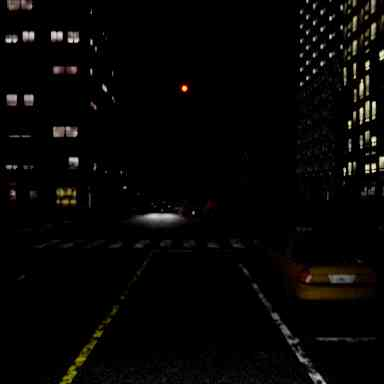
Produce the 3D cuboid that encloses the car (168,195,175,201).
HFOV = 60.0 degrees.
[{"bbox_3d":[-5.551,1.628,90.114,1.752,1.417,4.829,0,0,0],"label":"car"}]

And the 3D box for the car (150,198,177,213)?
[{"bbox_3d":[-3.067,1.616,36.723,1.895,1.301,4.718,0,0,1],"label":"car"}]

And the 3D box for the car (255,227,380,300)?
[{"bbox_3d":[2.699,1.526,8.288,1.752,1.417,4.829,0,0,0],"label":"car"}]

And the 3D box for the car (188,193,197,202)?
[{"bbox_3d":[0.127,1.220,79.759,2.150,2.045,5.566,0,0,0],"label":"car"}]

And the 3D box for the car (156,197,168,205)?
[{"bbox_3d":[-5.595,1.594,62.649,1.887,1.381,4.507,0,0,0],"label":"car"}]

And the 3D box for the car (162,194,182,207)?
[{"bbox_3d":[-3.020,1.254,51.910,2.150,2.045,5.566,0,0,-1],"label":"car"}]

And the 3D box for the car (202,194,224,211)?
[{"bbox_3d":[2.749,1.334,40.531,2.192,1.841,5.009,0,0,0],"label":"car"}]

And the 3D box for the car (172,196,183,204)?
[{"bbox_3d":[-2.901,1.604,67.894,2.033,1.411,5.357,0,0,0],"label":"car"}]

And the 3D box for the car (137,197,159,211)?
[{"bbox_3d":[-5.629,1.570,40.544,2.008,1.369,4.403,0,0,0],"label":"car"}]

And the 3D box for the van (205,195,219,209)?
[{"bbox_3d":[2.758,1.366,46.057,1.690,1.788,3.998,0,0,0],"label":"van"}]

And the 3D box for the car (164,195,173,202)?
[{"bbox_3d":[-5.569,1.520,79.230,1.967,1.590,4.097,0,0,0],"label":"car"}]

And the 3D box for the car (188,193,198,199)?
[{"bbox_3d":[0.109,1.540,69.311,1.882,1.535,5.008,0,0,0],"label":"car"}]

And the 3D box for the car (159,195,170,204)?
[{"bbox_3d":[-5.587,1.500,68.177,1.967,1.590,4.097,0,0,0],"label":"car"}]

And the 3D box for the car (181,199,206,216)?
[{"bbox_3d":[0.148,1.612,32.805,1.895,1.301,4.718,0,0,0],"label":"car"}]

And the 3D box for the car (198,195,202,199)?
[{"bbox_3d":[2.784,1.365,62.637,2.192,1.841,5.009,0,0,0],"label":"car"}]

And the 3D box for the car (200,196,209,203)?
[{"bbox_3d":[2.803,1.615,73.690,1.887,1.381,4.507,0,0,0],"label":"car"}]
